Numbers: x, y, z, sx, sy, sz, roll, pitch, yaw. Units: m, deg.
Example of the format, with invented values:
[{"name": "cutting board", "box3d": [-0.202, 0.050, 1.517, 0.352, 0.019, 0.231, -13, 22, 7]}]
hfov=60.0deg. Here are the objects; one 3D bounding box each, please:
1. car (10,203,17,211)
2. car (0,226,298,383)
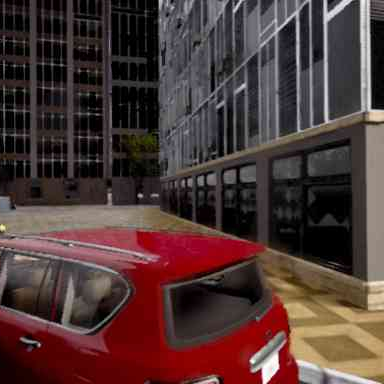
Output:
[{"name": "car", "box3d": [-21.548, 1.450, 35.599, 4.902, 1.511, 2.128, -1, 0, -14]}, {"name": "car", "box3d": [-1.395, 1.324, 3.724, 5.009, 1.841, 2.192, 0, -1, 36]}]
